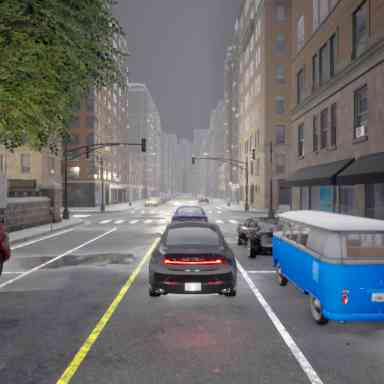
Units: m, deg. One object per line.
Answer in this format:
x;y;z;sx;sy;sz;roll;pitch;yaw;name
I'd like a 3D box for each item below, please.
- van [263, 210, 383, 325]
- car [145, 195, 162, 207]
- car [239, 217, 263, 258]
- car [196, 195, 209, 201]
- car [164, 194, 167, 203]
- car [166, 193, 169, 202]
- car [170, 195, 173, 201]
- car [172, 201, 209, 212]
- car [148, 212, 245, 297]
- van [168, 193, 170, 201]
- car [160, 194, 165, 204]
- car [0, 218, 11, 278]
2.808;1.340;6.828;1.690;1.788;3.998;0;0;0;van
-6.052;1.497;50.240;1.752;1.417;4.829;0;0;0;car
2.765;1.563;12.488;1.947;1.339;4.313;0;0;0;car
2.344;1.409;66.864;1.967;1.590;4.097;0;0;0;car
-6.138;1.514;61.311;1.887;1.381;4.507;0;0;0;car
-6.180;1.513;66.762;1.887;1.381;4.507;0;0;0;car
-6.264;1.522;77.663;2.008;1.369;4.403;0;0;0;car
-0.102;1.472;18.066;1.882;1.535;5.008;0;0;0;car
0.009;1.503;8.570;1.837;1.490;4.892;0;0;0;car
-6.222;1.311;72.212;1.690;1.788;3.998;0;0;0;van
-6.095;1.521;55.860;2.008;1.369;4.403;0;0;0;car
-5.716;1.314;6.722;2.192;1.841;5.009;0;0;0;car
